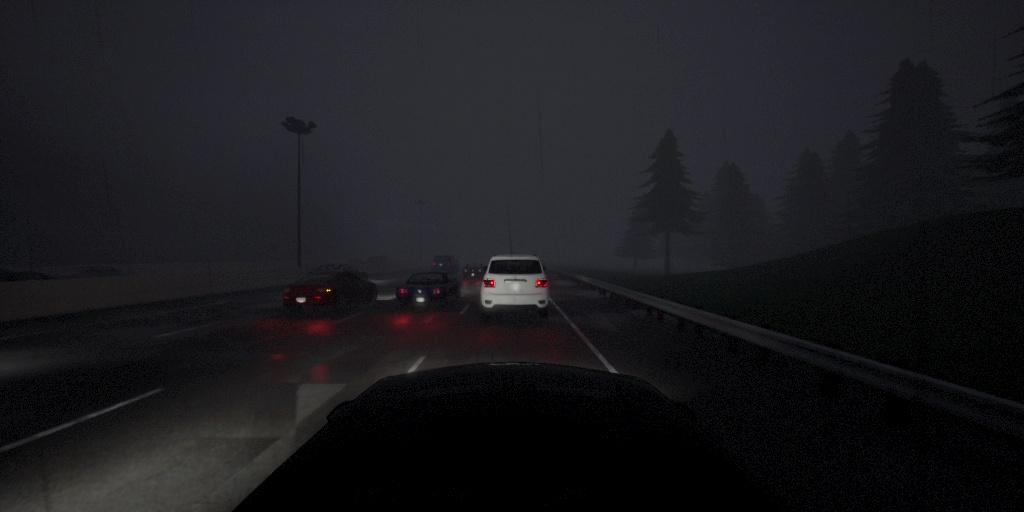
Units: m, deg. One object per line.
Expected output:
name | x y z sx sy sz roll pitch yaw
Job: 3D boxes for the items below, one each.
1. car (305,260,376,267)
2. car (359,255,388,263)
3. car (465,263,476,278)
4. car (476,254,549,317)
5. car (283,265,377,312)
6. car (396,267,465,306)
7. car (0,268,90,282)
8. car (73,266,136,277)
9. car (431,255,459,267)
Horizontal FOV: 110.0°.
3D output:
car | -10.402 1.223 21.665 2.128 1.511 4.902 0 0 0
car | -21.057 0.922 55.558 2.150 2.045 5.566 0 0 1
car | -3.405 1.322 33.473 1.895 1.301 4.718 0 0 0
car | 0.099 0.961 13.225 2.150 2.045 5.566 0 0 0
car | -6.901 1.264 14.035 1.812 1.442 4.674 0 0 0
car | -3.404 1.338 15.578 1.895 1.301 4.718 0 0 0
car | -21.102 1.338 14.653 1.895 1.301 4.718 0 0 0
car | -28.101 1.330 23.635 1.895 1.301 4.718 0 0 0
car | -6.903 0.939 37.450 2.150 2.045 5.566 0 0 0
